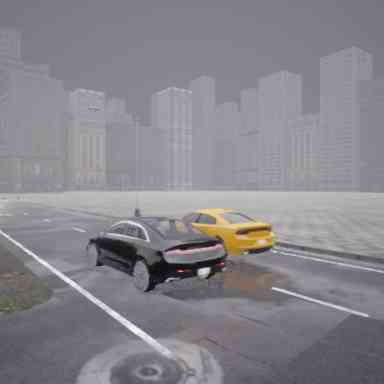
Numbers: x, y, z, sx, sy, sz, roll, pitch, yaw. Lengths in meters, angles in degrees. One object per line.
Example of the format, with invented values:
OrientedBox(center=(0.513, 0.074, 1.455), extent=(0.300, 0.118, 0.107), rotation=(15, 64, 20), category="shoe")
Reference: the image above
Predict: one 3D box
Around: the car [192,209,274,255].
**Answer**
OrientedBox(center=(0.649, 1.356, 12.130), extent=(1.882, 1.535, 5.008), rotation=(0, 1, -37), category="car")

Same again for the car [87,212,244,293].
OrientedBox(center=(-1.204, 1.399, 8.754), extent=(2.128, 1.511, 4.902), rotation=(0, 1, -37), category="car")
